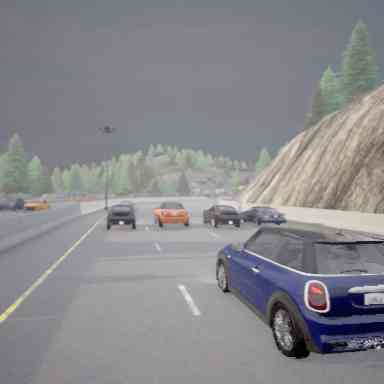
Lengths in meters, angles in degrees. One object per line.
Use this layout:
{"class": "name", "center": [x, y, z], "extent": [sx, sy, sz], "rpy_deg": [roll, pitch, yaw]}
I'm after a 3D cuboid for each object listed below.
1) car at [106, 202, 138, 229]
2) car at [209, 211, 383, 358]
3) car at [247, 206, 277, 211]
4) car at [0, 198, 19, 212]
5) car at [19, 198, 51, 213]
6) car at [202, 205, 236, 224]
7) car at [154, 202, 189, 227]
{"class": "car", "center": [-4.788, 1.643, 22.681], "extent": [1.837, 1.490, 4.892], "rpy_deg": [1, 0, -11]}
{"class": "car", "center": [1.969, 1.421, 6.421], "extent": [2.097, 1.767, 4.553], "rpy_deg": [1, 0, -11]}
{"class": "car", "center": [5.330, 1.796, 25.627], "extent": [2.033, 1.411, 5.357], "rpy_deg": [1, 0, -11]}
{"class": "car", "center": [-22.133, 1.482, 40.989], "extent": [2.097, 1.767, 4.553], "rpy_deg": [1, 0, -6]}
{"class": "car", "center": [-18.462, 1.631, 39.803], "extent": [1.882, 1.535, 5.008], "rpy_deg": [1, -1, -7]}
{"class": "car", "center": [2.059, 1.716, 24.123], "extent": [1.837, 1.490, 4.892], "rpy_deg": [1, 0, -11]}
{"class": "car", "center": [-1.600, 1.532, 24.623], "extent": [2.097, 1.767, 4.553], "rpy_deg": [1, -1, -11]}
